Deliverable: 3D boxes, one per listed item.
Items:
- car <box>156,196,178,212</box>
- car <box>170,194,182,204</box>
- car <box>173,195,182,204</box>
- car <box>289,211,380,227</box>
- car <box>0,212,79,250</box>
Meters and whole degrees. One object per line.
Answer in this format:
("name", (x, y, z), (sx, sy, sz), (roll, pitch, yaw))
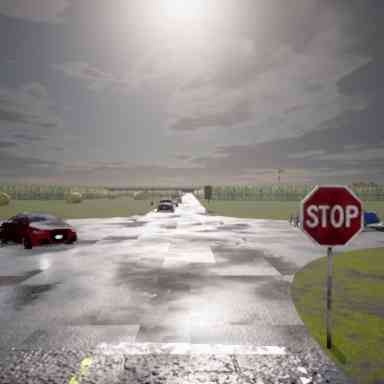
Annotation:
("car", (-2.981, 1.514, 38.719), (1.837, 1.490, 4.892), (0, 0, 1))
("car", (-3.018, 1.383, 65.313), (2.097, 1.767, 4.553), (0, 0, 0))
("car", (-3.006, 1.564, 50.541), (2.033, 1.411, 5.357), (0, 0, 0))
("car", (9.194, 1.566, 21.666), (5.357, 1.411, 2.033), (0, 1, 0))
("car", (-6.731, 1.582, 14.511), (4.181, 1.385, 1.994), (0, 0, 42))
